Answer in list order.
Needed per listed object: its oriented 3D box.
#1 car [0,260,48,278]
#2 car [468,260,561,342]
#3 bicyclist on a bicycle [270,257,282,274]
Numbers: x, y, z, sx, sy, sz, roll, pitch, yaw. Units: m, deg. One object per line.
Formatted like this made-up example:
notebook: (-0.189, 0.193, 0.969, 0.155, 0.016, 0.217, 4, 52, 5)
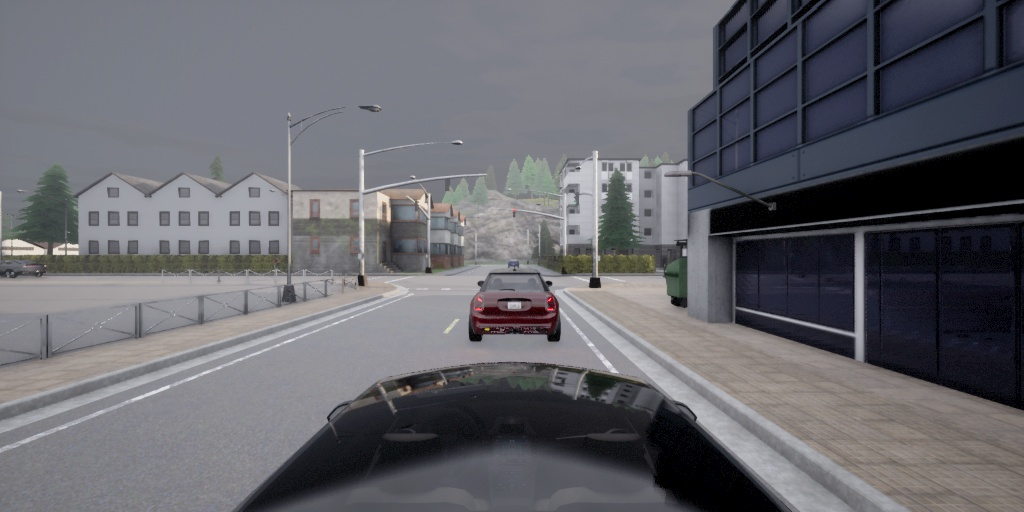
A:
car: (-42.115, 1.065, 30.041, 4.902, 1.511, 2.128, 0, 0, 0)
car: (0.081, 1.102, 9.970, 2.097, 1.767, 4.553, 0, 0, 1)
bicyclist on a bicycle: (-22.227, 0.874, 33.802, 0.582, 1.620, 1.656, 0, 0, 0)
